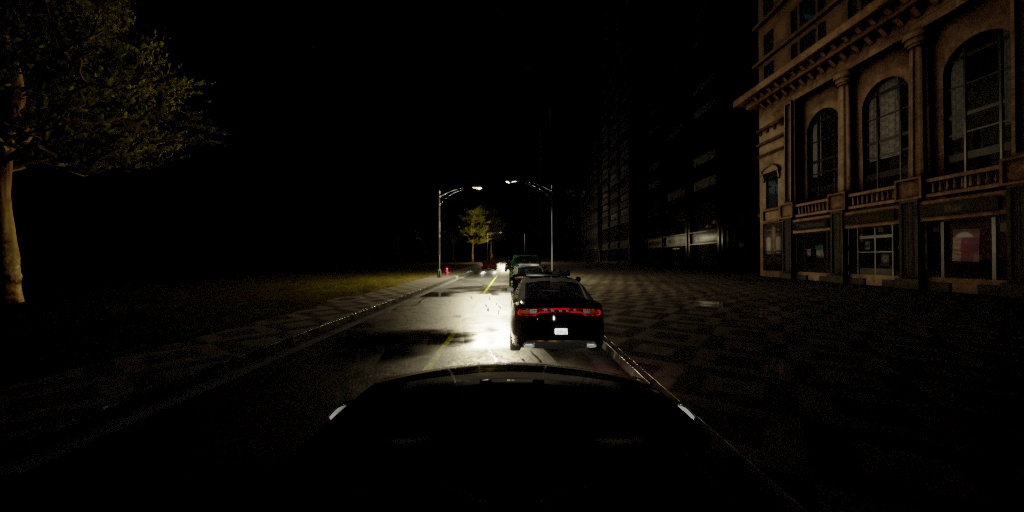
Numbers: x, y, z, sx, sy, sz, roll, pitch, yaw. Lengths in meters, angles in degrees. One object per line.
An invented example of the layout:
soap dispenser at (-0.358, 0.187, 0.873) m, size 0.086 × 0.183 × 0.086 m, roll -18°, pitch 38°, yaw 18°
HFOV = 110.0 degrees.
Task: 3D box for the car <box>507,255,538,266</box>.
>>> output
car at (0.894, 0.963, 25.070) m, size 2.150 × 2.045 × 5.566 m, roll 0°, pitch 0°, yaw 0°

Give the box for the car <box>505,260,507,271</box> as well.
car at (0.015, 1.252, 46.600) m, size 2.033 × 1.411 × 5.357 m, roll 0°, pitch 0°, yaw 1°

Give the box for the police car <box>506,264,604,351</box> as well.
police car at (0.899, 1.175, 9.149) m, size 1.930 × 1.638 × 5.238 m, roll 0°, pitch 0°, yaw 0°

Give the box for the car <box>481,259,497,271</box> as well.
car at (-3.008, 1.180, 47.853) m, size 1.882 × 1.535 × 5.008 m, roll 0°, pitch 0°, yaw 0°

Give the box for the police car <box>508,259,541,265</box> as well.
police car at (0.897, 1.170, 19.150) m, size 1.930 × 1.638 × 5.238 m, roll 0°, pitch 0°, yaw 0°
